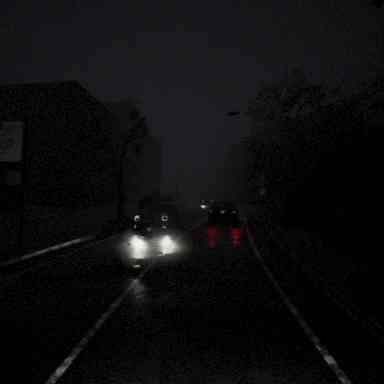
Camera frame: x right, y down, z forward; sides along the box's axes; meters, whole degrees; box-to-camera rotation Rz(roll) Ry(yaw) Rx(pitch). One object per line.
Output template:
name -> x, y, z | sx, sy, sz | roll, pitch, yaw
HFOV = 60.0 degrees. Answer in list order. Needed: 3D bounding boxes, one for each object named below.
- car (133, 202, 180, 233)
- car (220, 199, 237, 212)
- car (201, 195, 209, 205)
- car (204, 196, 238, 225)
car -> -2.035, 1.437, 20.104 | 2.097, 1.767, 4.553 | -1, 0, 7
car -> 4.699, 1.663, 42.393 | 2.033, 1.411, 5.357 | -1, 0, 8
car -> 2.730, 1.540, 61.288 | 2.097, 1.767, 4.553 | 0, 0, 0
car -> 2.351, 1.414, 24.854 | 2.097, 1.767, 4.553 | -1, 0, 7
